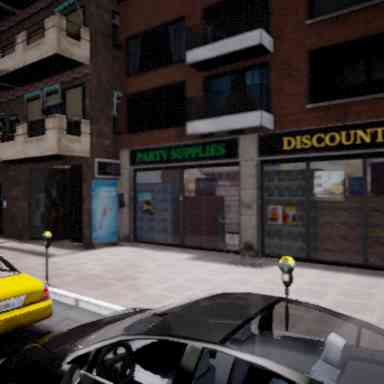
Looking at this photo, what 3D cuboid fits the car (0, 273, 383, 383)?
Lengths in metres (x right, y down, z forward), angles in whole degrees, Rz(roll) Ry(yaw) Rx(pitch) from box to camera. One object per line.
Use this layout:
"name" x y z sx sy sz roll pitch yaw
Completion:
"car" 0.138 1.580 2.771 4.313 1.339 1.947 -1 0 36

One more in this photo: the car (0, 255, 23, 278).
"car" -4.496 1.598 6.076 4.829 1.417 1.752 -1 0 35
